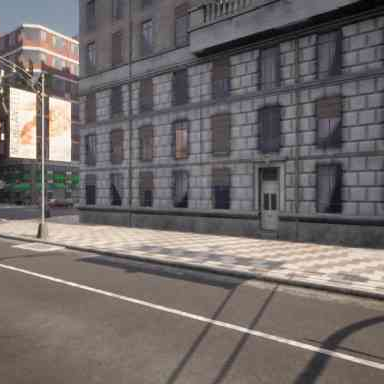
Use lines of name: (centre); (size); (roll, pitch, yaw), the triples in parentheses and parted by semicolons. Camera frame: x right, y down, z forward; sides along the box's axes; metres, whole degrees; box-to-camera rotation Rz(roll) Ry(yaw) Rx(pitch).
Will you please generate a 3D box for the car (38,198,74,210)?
car: (-18.094, 1.526, 44.427); (1.812, 1.442, 4.674); (0, 0, 36)
